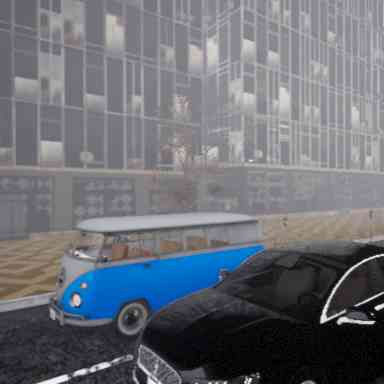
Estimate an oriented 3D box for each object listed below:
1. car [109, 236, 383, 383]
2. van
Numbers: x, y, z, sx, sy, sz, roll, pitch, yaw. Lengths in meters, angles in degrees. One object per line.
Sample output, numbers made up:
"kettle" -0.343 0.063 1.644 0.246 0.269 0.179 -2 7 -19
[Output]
"car" 1.621 1.479 4.414 4.892 1.490 1.837 -1 0 -36
"van" -0.404 1.320 6.273 3.998 1.788 1.690 0 0 -36
